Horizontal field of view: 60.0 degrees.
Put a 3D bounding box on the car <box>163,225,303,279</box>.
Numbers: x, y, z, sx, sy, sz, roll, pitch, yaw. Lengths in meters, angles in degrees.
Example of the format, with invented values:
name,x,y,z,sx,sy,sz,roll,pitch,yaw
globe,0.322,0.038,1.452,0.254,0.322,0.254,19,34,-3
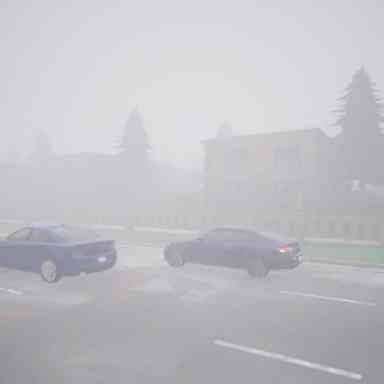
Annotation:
name,x,y,z,sx,sy,sz,roll,pitch,yaw
car,1.234,1.822,11.047,4.674,1.442,1.812,-1,-2,31

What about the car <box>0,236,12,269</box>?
name,x,y,z,sx,sy,sz,roll,pitch,yaw
car,-6.770,1.725,7.683,5.357,1.411,2.033,-1,-2,31

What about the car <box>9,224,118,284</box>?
name,x,y,z,sx,sy,sz,roll,pitch,yaw
car,-4.609,1.736,10.473,5.008,1.535,1.882,-1,-2,31
